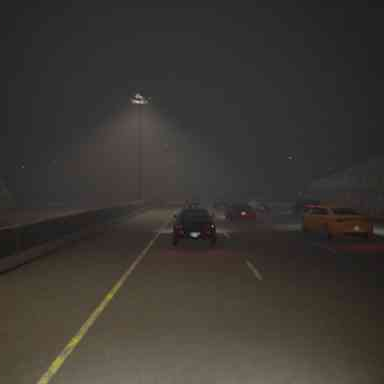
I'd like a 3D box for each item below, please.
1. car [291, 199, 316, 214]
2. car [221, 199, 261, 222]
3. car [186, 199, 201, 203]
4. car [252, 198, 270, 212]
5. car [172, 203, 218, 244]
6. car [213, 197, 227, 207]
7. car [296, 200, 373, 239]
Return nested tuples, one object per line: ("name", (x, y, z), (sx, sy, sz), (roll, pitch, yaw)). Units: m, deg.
("car", (10.606, 1.376, 30.805), (1.837, 1.490, 4.892), (0, 0, 0))
("car", (3.605, 1.458, 25.263), (1.994, 1.385, 4.181), (0, 0, 0))
("car", (0.106, 1.404, 34.216), (2.033, 1.411, 5.357), (0, 0, 0))
("car", (7.107, 1.375, 36.026), (1.812, 1.442, 4.674), (0, 0, 0))
("car", (0.103, 1.462, 15.194), (1.812, 1.442, 4.674), (0, 0, 0))
("car", (3.608, 1.317, 41.605), (2.128, 1.511, 4.902), (0, 0, 0))
("car", (7.102, 1.407, 16.803), (1.882, 1.535, 5.008), (0, 0, 0))
